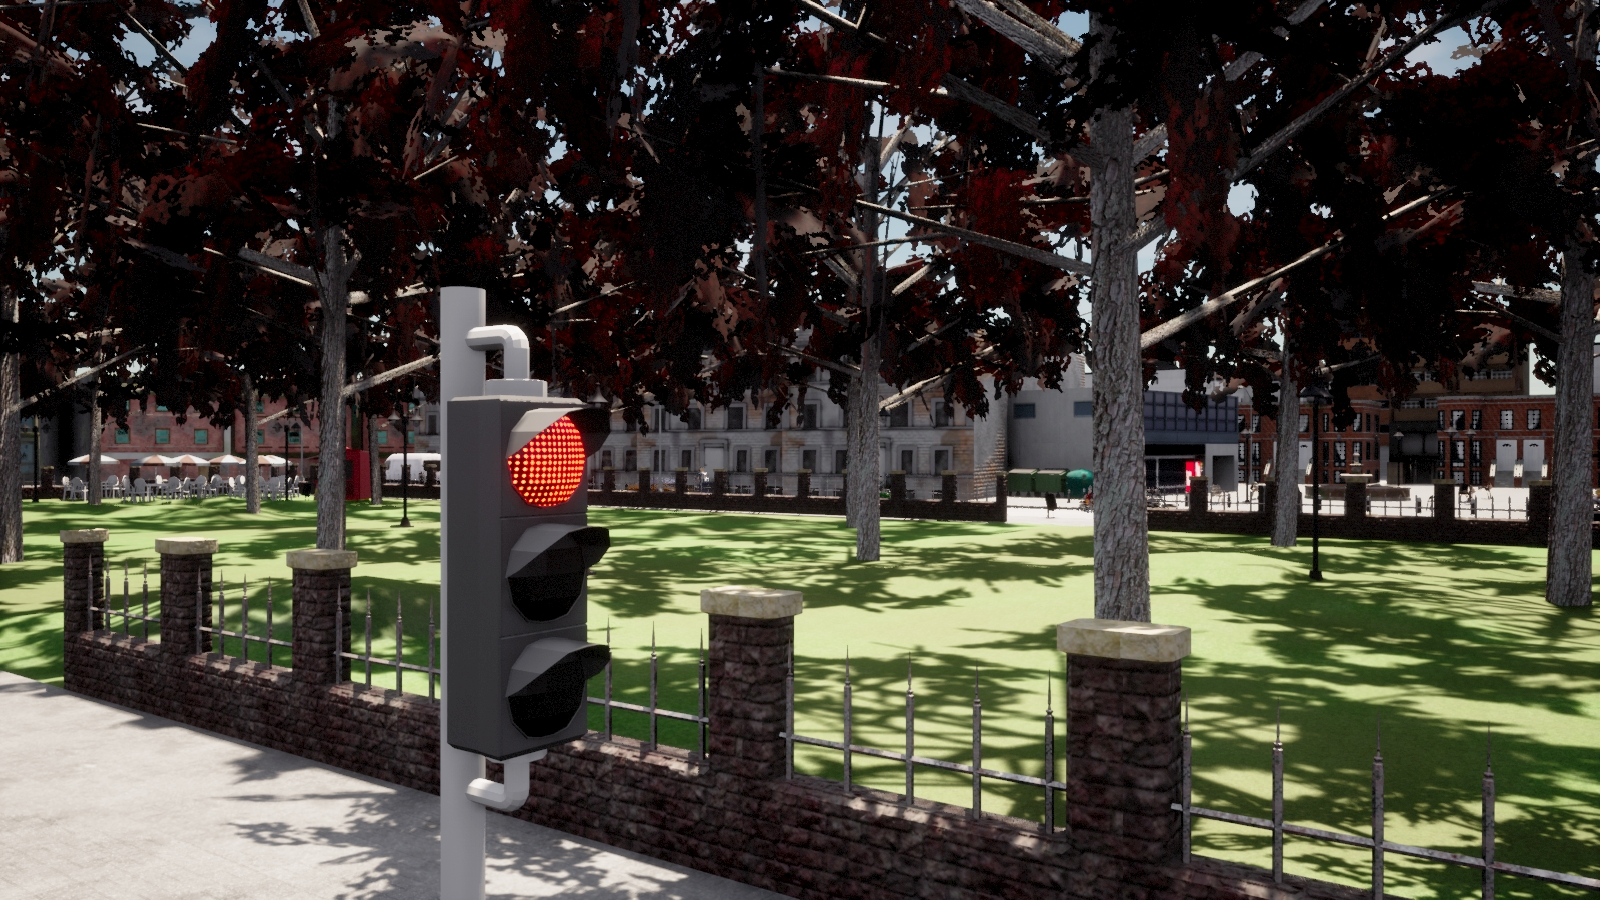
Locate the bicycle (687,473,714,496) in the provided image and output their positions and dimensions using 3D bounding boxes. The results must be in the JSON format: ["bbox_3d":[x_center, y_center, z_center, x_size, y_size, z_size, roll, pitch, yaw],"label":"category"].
[{"bbox_3d":[-5.604,1.936,64.439,1.643,1.296,0.373,0,0,36],"label":"bicycle"}]

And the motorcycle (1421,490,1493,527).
[{"bbox_3d":[22.466,1.992,39.086,2.033,1.145,0.803,1,0,36],"label":"motorcycle"}]

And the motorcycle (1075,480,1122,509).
[{"bbox_3d":[13.244,1.962,50.705,1.805,1.236,0.856,0,0,36],"label":"motorcycle"}]

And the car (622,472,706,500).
[{"bbox_3d":[-7.257,1.898,60.702,4.181,1.385,1.994,0,0,36],"label":"car"}]
